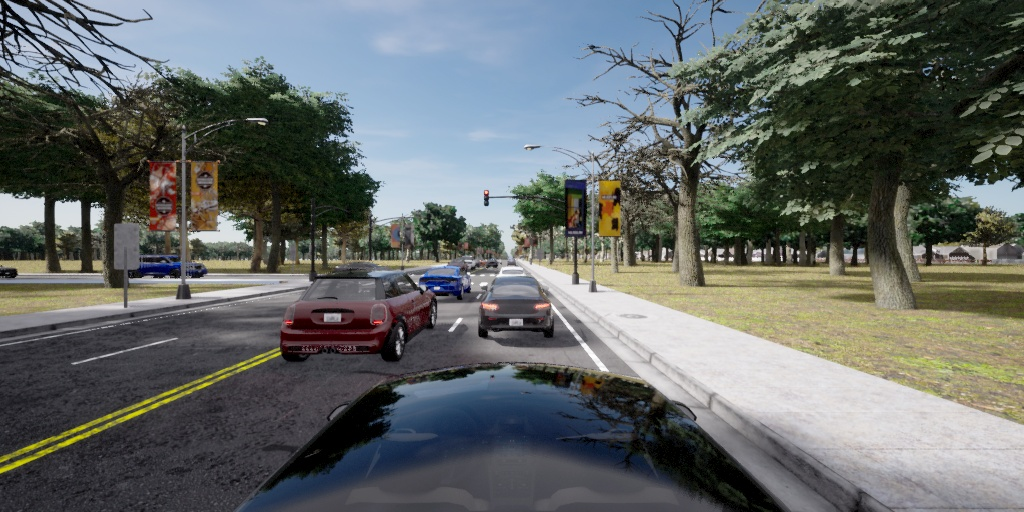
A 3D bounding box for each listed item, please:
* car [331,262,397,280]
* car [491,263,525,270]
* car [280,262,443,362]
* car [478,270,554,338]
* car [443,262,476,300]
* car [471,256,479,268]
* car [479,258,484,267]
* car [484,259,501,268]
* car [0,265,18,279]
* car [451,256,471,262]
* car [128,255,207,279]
[{"bbox_3d":[-12.534,1.257,30.618,4.892,1.490,1.837,0,0,-10],"label":"car"},{"bbox_3d":[0.044,1.279,19.214,1.812,1.442,4.674,0,0,0],"label":"car"},{"bbox_3d":[-3.157,1.102,8.410,2.097,1.767,4.553,0,0,0],"label":"car"},{"bbox_3d":[0.091,1.277,10.111,1.812,1.442,4.674,0,0,0],"label":"car"},{"bbox_3d":[-3.169,1.230,17.737,1.882,1.535,5.008,0,0,1],"label":"car"},{"bbox_3d":[-6.656,0.993,53.130,2.150,2.045,5.566,0,0,0],"label":"car"},{"bbox_3d":[-6.634,1.260,63.336,1.882,1.535,5.008,0,0,0],"label":"car"},{"bbox_3d":[-3.220,1.284,59.604,1.837,1.490,4.892,0,0,0],"label":"car"},{"bbox_3d":[-44.582,1.189,29.954,5.008,1.535,1.882,0,0,0],"label":"car"},{"bbox_3d":[-6.647,1.116,43.573,2.097,1.767,4.553,0,0,0],"label":"car"},{"bbox_3d":[-28.850,0.950,29.946,5.566,2.045,2.150,0,0,0],"label":"car"}]
